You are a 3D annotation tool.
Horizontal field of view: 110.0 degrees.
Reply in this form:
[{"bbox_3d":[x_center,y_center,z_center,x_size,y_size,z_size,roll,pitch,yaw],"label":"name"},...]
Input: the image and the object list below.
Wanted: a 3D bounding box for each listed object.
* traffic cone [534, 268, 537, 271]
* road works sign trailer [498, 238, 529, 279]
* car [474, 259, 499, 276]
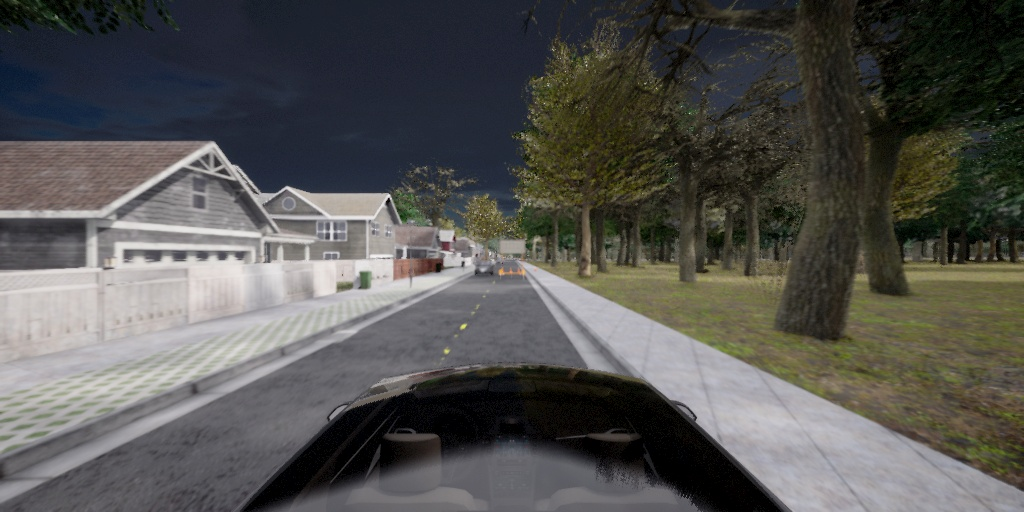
[{"bbox_3d":[2.822,1.378,43.221,0.340,0.580,0.340,0,0,2],"label":"traffic cone"},{"bbox_3d":[0.012,0.209,31.980,2.380,3.560,2.880,0,0,0],"label":"road works sign trailer"},{"bbox_3d":[-2.823,1.237,37.582,2.128,1.511,4.902,0,0,0],"label":"car"}]
